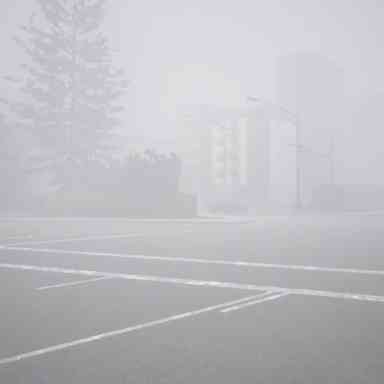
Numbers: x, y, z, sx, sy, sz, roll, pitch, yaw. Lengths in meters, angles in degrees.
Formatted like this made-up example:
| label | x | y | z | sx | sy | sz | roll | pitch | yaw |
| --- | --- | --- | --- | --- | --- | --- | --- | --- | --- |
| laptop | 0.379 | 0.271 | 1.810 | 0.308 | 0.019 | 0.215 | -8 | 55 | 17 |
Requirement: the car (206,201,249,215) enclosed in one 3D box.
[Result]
| label | x | y | z | sx | sy | sz | roll | pitch | yaw |
| --- | --- | --- | --- | --- | --- | --- | --- | --- | --- |
| car | 3.512 | 1.542 | 33.342 | 1.895 | 1.301 | 4.718 | 0 | 0 | -35 |
